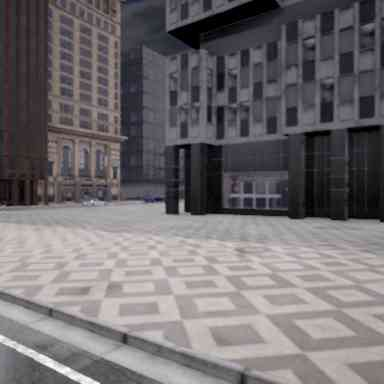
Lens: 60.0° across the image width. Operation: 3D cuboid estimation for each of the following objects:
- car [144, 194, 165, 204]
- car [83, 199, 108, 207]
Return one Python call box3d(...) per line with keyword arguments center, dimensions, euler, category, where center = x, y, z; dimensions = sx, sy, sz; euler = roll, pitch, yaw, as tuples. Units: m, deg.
box3d(center=(-8.050, 1.431, 72.207), dimensions=(2.150, 2.045, 5.566), euler=(0, 0, 35), category="car")
box3d(center=(-17.211, 1.938, 59.258), dimensions=(1.812, 1.442, 4.674), euler=(0, 0, 35), category="car")
